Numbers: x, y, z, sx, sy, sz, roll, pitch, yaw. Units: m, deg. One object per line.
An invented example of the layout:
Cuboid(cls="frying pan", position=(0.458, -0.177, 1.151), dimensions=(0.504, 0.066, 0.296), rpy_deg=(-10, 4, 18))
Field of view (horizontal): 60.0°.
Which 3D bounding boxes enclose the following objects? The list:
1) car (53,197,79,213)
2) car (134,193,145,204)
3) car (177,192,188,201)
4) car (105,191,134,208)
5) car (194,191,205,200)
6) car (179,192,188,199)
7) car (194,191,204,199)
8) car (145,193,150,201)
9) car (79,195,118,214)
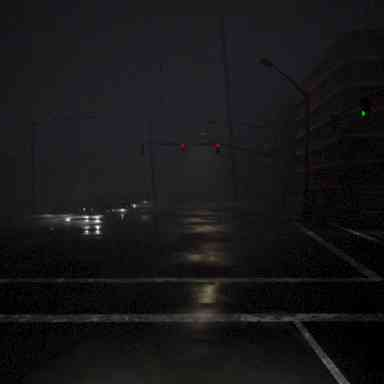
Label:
Cuboid(cls="car", position=(-13.009, 1.346, 35.333), dimensions=(1.882, 1.535, 5.008), rpy_deg=(0, 1, 1))
Cuboid(cls="car", position=(-9.282, 1.132, 52.953), dimensions=(2.033, 1.411, 5.357), rpy_deg=(0, 1, 1))
Cuboid(cls="car", position=(-1.936, 0.917, 65.146), dimensions=(2.033, 1.411, 5.357), rpy_deg=(0, 1, 1))
Cuboid(cls="car", position=(-9.404, 1.106, 43.308), dimensions=(2.097, 1.767, 4.553), rpy_deg=(0, 1, 1))
Cuboid(cls="car", position=(1.571, 0.855, 65.415), dimensions=(2.128, 1.511, 4.902), rpy_deg=(0, 1, 1))
Cuboid(cls="car", position=(-1.899, 0.741, 75.797), dimensions=(2.033, 1.411, 5.357), rpy_deg=(0, 1, 1))
Cuboid(cls="car", position=(1.601, 0.555, 75.805), dimensions=(2.097, 1.767, 4.553), rpy_deg=(0, 1, 1))
Cuboid(cls="car", position=(-9.096, 0.947, 63.488), dimensions=(2.033, 1.411, 5.357), rpy_deg=(0, 1, 1))
Cuboid(cls="car", position=(-9.521, 1.369, 34.267), dimensions=(2.128, 1.511, 4.902), rpy_deg=(0, 1, 1))
